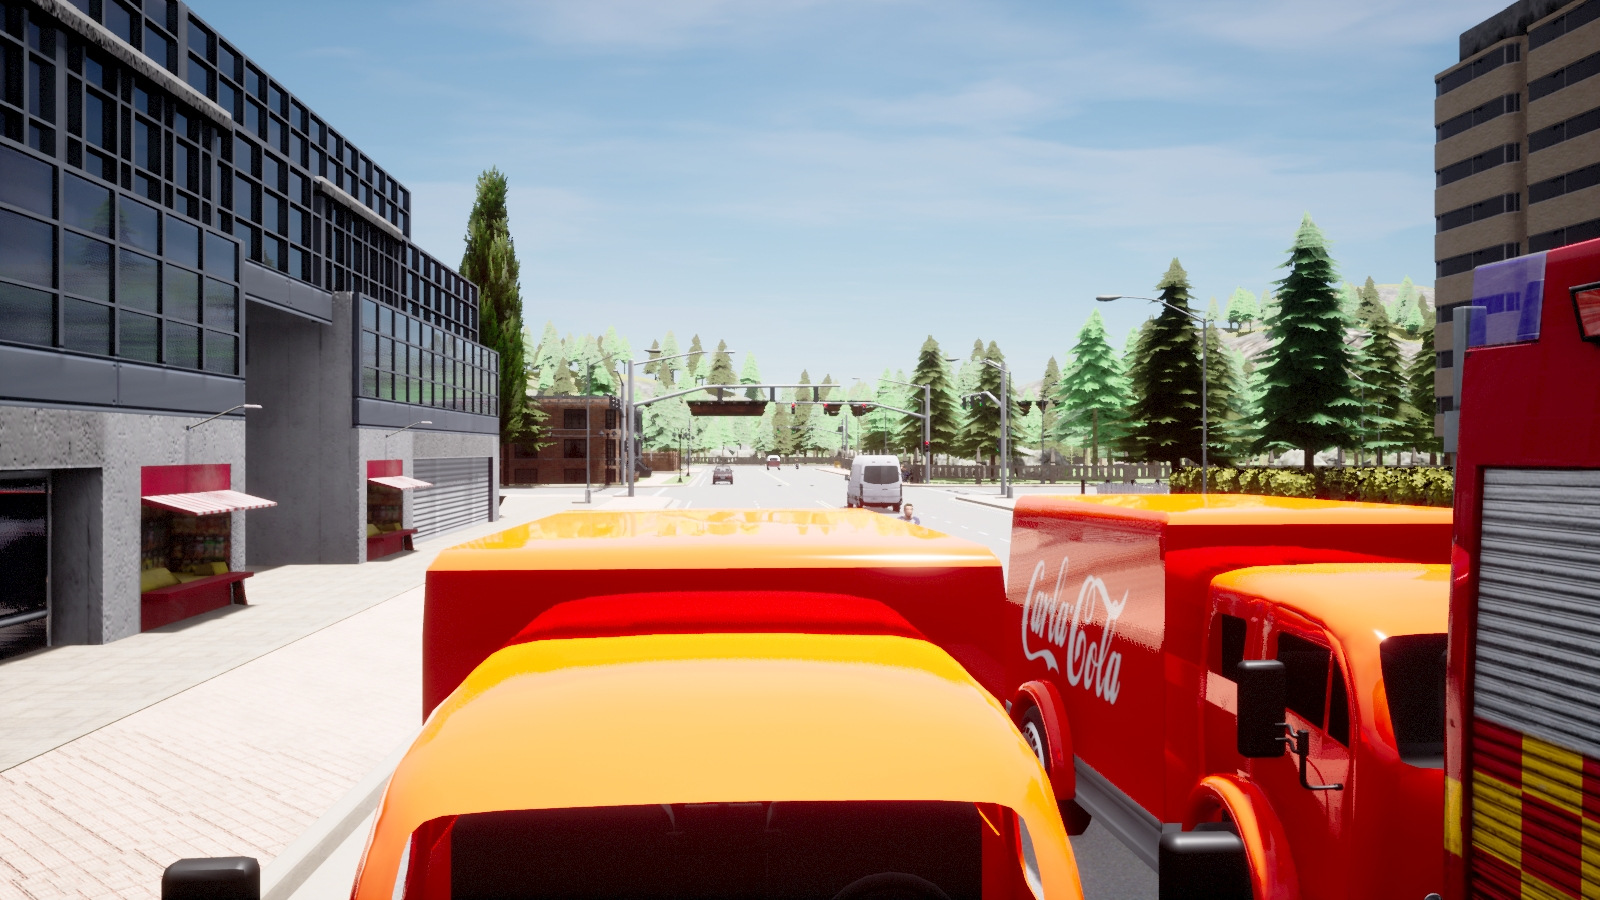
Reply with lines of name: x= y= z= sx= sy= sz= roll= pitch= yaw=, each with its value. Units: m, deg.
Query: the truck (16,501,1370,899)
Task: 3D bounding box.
truck: x=-0.347 y=1.568 z=4.821 sx=2.627 sy=2.467 sz=5.204 roll=0 pitch=0 yaw=-4

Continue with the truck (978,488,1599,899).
truck: x=3.003 y=1.568 z=7.234 sx=2.627 sy=2.467 sz=5.204 roll=0 pitch=0 yaw=-4

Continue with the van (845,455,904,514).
van: x=3.411 y=1.534 z=53.444 sx=1.988 sy=2.561 sz=5.915 roll=0 pitch=0 yaw=-4
